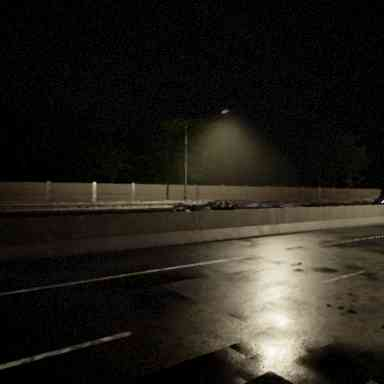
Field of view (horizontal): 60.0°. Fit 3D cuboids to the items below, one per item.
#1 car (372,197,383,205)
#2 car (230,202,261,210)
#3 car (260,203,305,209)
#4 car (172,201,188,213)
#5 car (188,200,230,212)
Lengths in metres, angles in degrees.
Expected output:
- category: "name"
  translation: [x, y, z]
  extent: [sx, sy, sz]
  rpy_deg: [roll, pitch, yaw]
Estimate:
- category: "car"
  translation: [33.344, 1.632, 57.968]
  extent: [4.553, 1.767, 2.097]
  rpy_deg: [0, 0, -35]
- category: "car"
  translation: [5.811, 1.647, 29.666]
  extent: [4.181, 1.385, 1.994]
  rpy_deg: [0, 0, -36]
- category: "car"
  translation: [7.890, 1.647, 26.852]
  extent: [4.181, 1.385, 1.994]
  rpy_deg: [0, 0, -36]
- category: "car"
  translation: [0.228, 1.566, 34.277]
  extent: [4.902, 1.511, 2.128]
  rpy_deg: [0, 0, -36]
- category: "car"
  translation: [2.368, 1.579, 31.505]
  extent: [4.892, 1.490, 1.837]
  rpy_deg: [0, 0, -36]
